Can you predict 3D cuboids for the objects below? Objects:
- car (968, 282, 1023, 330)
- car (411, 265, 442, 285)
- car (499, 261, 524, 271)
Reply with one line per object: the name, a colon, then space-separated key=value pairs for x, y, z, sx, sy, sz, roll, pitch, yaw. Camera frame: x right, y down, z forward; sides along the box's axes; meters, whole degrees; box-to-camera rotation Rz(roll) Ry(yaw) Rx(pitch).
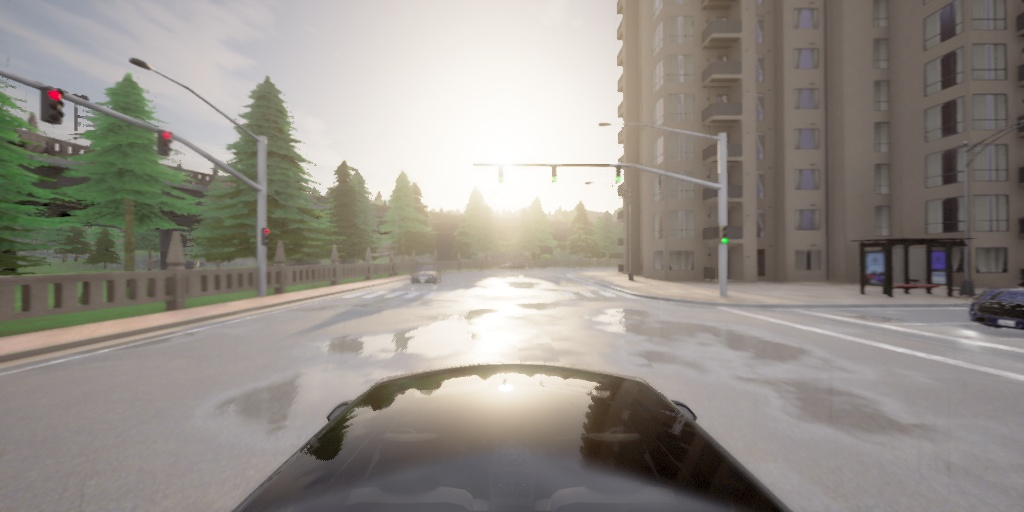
car: x=14.976 y=1.127 z=9.210 sx=4.553 sy=1.767 sz=2.097 roll=0 pitch=0 yaw=1
car: x=-6.513 y=1.459 z=27.686 sx=2.128 sy=1.511 sz=4.902 roll=0 pitch=0 yaw=-6
car: x=-0.029 y=1.626 z=59.062 sx=2.128 sy=1.511 sz=4.902 roll=-1 pitch=0 yaw=41
